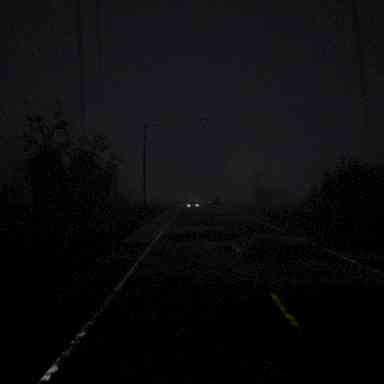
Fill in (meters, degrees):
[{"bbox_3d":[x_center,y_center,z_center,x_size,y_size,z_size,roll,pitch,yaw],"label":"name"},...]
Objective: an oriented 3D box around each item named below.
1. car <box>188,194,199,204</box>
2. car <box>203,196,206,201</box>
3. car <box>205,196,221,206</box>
[{"bbox_3d":[0.195,1.522,63.686,1.882,1.535,5.008,0,0,1],"label":"car"},{"bbox_3d":[3.785,1.692,85.901,1.895,1.301,4.718,0,0,0],"label":"car"},{"bbox_3d":[3.779,1.596,55.280,2.033,1.411,5.357,0,0,0],"label":"car"}]
